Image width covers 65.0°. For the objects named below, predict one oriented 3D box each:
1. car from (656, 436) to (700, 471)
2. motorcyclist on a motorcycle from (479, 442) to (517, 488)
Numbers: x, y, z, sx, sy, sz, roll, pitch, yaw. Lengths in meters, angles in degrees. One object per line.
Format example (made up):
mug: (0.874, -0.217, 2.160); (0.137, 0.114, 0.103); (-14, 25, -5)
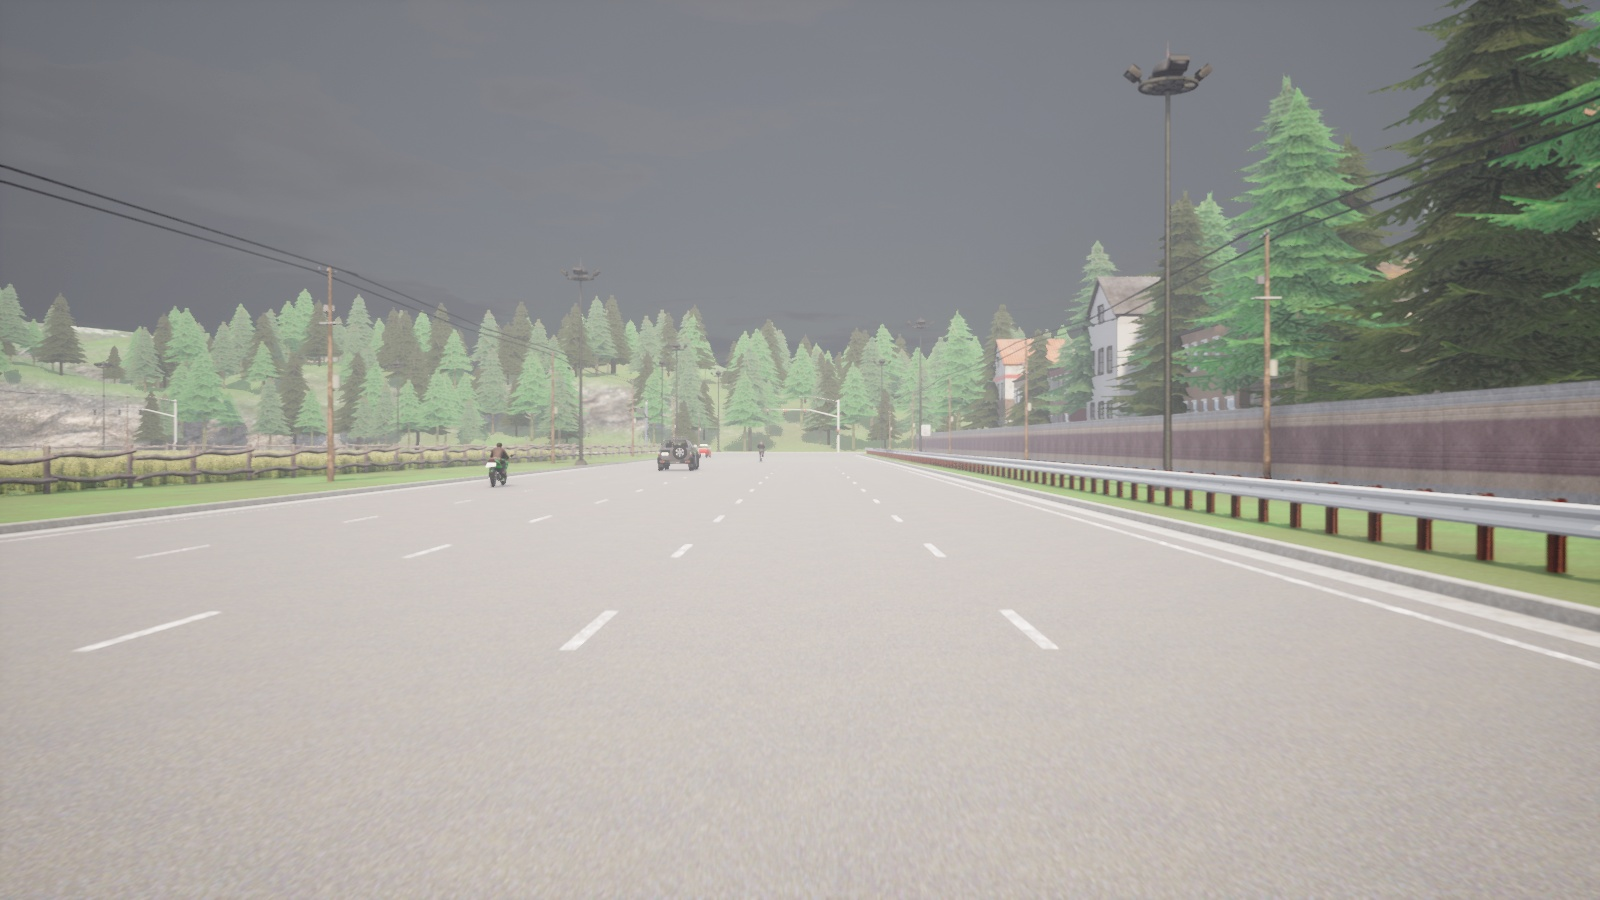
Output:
car: (-6.595, 0.173, 68.486); (1.932, 1.855, 4.605); (0, 0, 0)
motorcyclist on a motorcycle: (-10.242, 0.480, 42.678); (0.797, 1.523, 2.044); (0, 0, 0)
